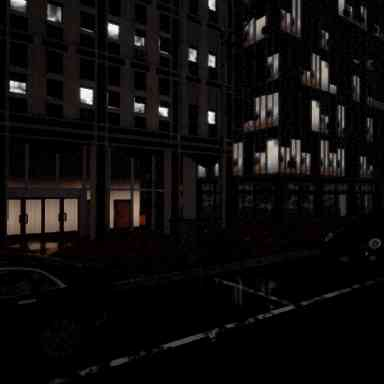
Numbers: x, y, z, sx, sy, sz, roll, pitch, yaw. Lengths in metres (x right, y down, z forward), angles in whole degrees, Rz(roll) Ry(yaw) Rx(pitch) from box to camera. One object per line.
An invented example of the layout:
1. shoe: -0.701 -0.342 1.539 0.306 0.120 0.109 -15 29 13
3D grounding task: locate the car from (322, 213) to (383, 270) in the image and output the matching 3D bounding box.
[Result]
1. car: 6.079 1.441 10.889 4.097 1.590 1.967 0 0 -36

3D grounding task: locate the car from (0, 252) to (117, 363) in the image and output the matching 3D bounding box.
1. car: -3.184 1.550 4.283 4.403 1.369 2.008 0 0 -35
